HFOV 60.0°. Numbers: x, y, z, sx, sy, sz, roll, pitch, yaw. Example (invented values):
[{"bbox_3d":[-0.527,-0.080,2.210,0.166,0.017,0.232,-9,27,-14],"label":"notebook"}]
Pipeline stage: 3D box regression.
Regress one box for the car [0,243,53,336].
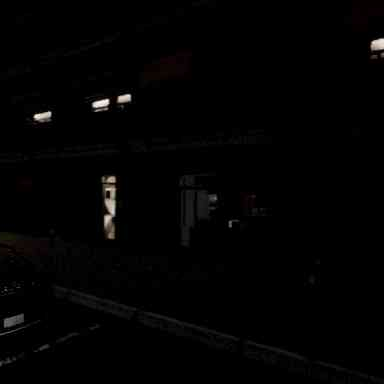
[{"bbox_3d":[-4.230,1.545,5.881,4.403,1.369,2.008,0,1,36],"label":"car"}]
